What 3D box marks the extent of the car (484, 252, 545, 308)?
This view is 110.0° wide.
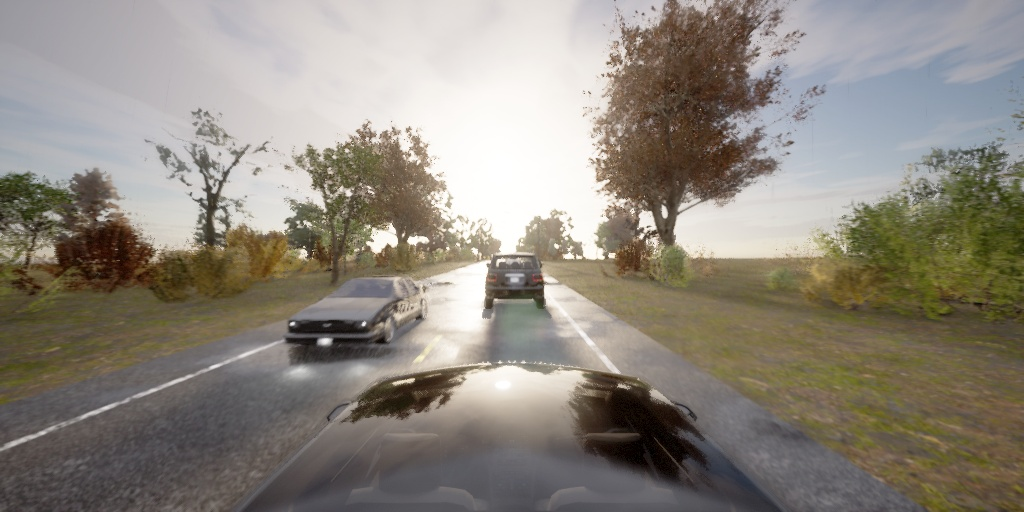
[{"bbox_3d":[0.095,0.860,14.642,2.150,2.045,5.566,0,1,0],"label":"car"}]

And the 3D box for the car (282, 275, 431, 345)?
[{"bbox_3d":[-3.554,1.228,9.513,2.033,1.411,5.357,0,0,1],"label":"car"}]
